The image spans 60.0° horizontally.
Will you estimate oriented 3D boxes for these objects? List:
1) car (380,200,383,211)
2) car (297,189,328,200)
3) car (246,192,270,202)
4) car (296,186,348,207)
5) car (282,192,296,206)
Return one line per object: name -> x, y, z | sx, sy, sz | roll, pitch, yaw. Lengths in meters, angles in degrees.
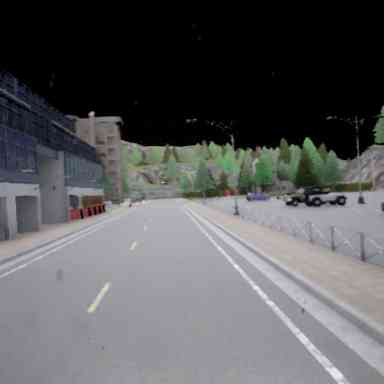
car -> 13.068, 0.407, 18.106 | 5.027, 1.636, 2.152 | -3, 0, -4
car -> 18.020, 0.333, 49.832 | 3.806, 1.475, 1.970 | -3, 0, -4
car -> 10.421, 0.749, 52.288 | 3.633, 1.501, 1.845 | -3, 0, -4
car -> 12.174, 0.371, 30.870 | 3.866, 1.878, 1.905 | -3, 0, -4
car -> 11.562, 0.423, 33.740 | 4.605, 1.855, 1.932 | -3, 0, -4
